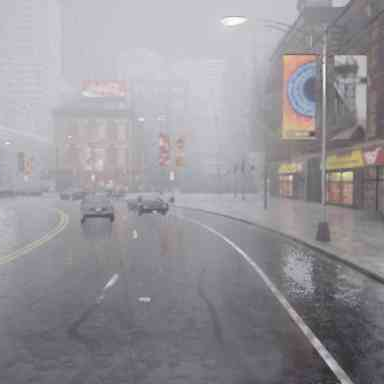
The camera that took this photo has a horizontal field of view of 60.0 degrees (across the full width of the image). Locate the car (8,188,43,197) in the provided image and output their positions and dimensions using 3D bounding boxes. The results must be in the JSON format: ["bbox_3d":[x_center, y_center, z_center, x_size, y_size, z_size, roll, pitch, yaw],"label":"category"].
[{"bbox_3d":[-24.241,0.069,48.830,4.718,1.301,1.895,1,2,29],"label":"car"}]

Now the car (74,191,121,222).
[{"bbox_3d":[-5.841,0.916,20.118,2.033,1.411,5.357,-1,2,-20],"label":"car"}]

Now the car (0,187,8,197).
[{"bbox_3d":[-29.557,-0.073,50.966,4.674,1.452,2.002,1,2,19],"label":"car"}]

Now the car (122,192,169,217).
[{"bbox_3d":[-3.213,0.882,22.986,1.895,1.301,4.718,-1,2,-23],"label":"car"}]

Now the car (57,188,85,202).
[{"bbox_3d":[-13.593,0.327,37.802,4.892,1.490,1.837,2,2,42],"label":"car"}]
